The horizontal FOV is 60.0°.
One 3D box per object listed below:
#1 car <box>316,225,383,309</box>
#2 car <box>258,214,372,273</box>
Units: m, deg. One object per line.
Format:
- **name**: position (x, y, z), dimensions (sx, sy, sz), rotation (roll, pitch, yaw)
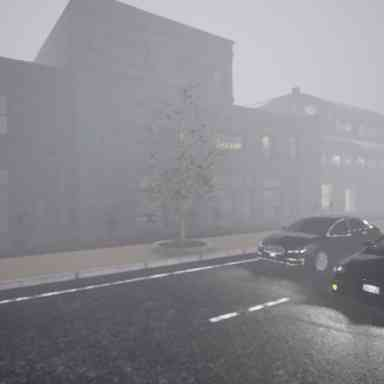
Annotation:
- **car**: position (4.844, 1.560, 7.140), dimensions (4.181, 1.385, 1.994), rotation (0, 0, -35)
- **car**: position (4.227, 1.500, 10.692), dimensions (4.892, 1.490, 1.837), rotation (0, 0, -35)
